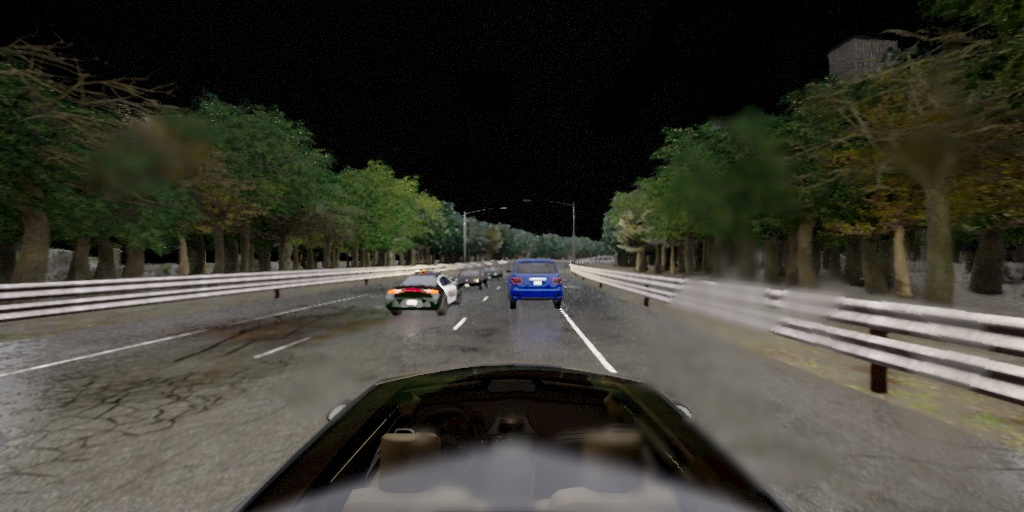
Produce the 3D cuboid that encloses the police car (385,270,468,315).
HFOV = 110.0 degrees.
[{"bbox_3d":[-3.274,1.408,14.421,2.038,1.542,4.974,0,-1,2],"label":"police car"}]

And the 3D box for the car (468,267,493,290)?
[{"bbox_3d":[-2.759,1.636,25.296,1.895,1.301,4.718,0,-1,3],"label":"car"}]

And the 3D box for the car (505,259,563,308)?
[{"bbox_3d":[0.907,1.154,16.429,2.150,2.045,5.566,0,0,-2],"label":"car"}]

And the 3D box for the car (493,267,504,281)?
[{"bbox_3d":[-1.954,1.769,36.124,1.895,1.301,4.718,0,-1,5],"label":"car"}]
